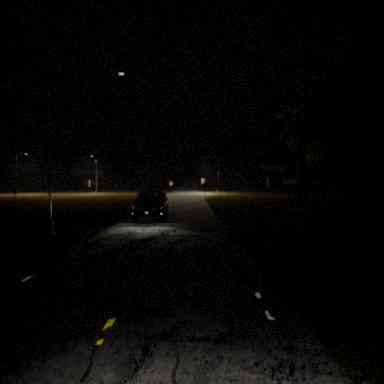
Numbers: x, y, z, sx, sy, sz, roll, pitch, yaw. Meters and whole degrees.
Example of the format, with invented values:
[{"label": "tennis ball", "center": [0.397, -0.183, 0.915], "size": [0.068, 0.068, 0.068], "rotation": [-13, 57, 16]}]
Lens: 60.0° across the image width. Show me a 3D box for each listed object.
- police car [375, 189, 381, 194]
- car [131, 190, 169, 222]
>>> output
[{"label": "police car", "center": [39.046, -0.394, 65.757], "size": [5.238, 1.638, 1.930], "rotation": [0, 0, 0]}, {"label": "car", "center": [-2.831, 0.872, 23.510], "size": [2.150, 2.045, 5.566], "rotation": [0, 1, 0]}]
